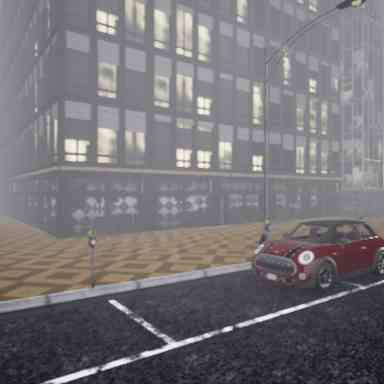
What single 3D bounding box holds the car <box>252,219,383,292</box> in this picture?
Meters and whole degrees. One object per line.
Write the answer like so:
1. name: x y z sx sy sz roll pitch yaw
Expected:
1. car: 3.531 1.513 9.088 4.097 1.590 1.967 1 -1 -35
